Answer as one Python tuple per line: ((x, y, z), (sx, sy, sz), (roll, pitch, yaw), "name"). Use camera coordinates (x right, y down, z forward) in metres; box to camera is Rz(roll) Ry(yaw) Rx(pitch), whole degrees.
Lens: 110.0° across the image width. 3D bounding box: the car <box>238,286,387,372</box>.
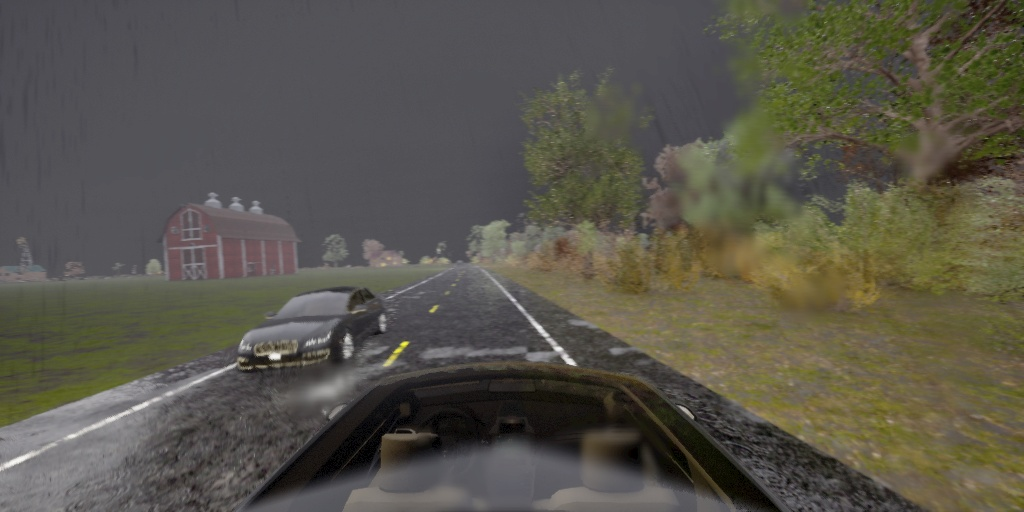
((-4.468, 1.555, 8.800), (1.837, 1.490, 4.892), (-3, 0, -6), "car")
